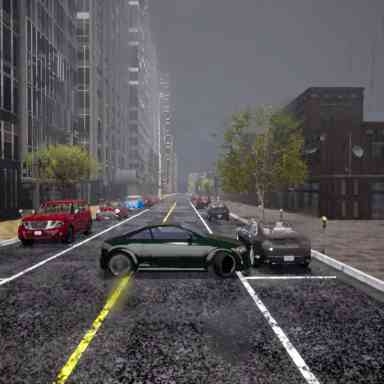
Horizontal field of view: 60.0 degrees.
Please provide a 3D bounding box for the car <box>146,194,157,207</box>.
[{"bbox_3d":[-6.977,1.299,49.652,2.192,1.841,5.009,-1,0,-1],"label":"car"}]

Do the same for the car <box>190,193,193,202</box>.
[{"bbox_3d":[0.819,1.291,71.993,2.192,1.841,5.009,-1,0,-1],"label":"car"}]

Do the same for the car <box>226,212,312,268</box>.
[{"bbox_3d":[2.550,1.548,11.137,2.008,1.369,4.403,-1,0,-1],"label":"car"}]

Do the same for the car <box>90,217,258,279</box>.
[{"bbox_3d":[-0.467,1.557,9.539,4.181,1.385,1.994,0,0,-1],"label":"car"}]

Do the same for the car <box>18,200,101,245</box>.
[{"bbox_3d":[-6.188,1.310,15.725,2.192,1.841,5.009,-1,0,-1],"label":"car"}]

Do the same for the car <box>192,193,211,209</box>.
[{"bbox_3d":[1.545,1.301,44.329,2.192,1.841,5.009,-1,0,-1],"label":"car"}]

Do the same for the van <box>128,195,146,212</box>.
[{"bbox_3d":[-6.687,1.329,38.586,1.690,1.788,3.998,-1,0,-1],"label":"van"}]

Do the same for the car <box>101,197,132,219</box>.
[{"bbox_3d":[-6.387,1.432,26.793,1.967,1.590,4.097,-1,0,-1],"label":"car"}]

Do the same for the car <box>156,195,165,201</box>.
[{"bbox_3d":[-7.842,1.497,82.679,1.752,1.417,4.829,-1,0,-1],"label":"car"}]

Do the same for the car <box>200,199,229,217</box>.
[{"bbox_3d":[2.016,1.543,26.996,2.008,1.369,4.403,-1,0,-1],"label":"car"}]

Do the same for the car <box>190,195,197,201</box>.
[{"bbox_3d":[0.387,1.551,88.590,1.802,1.307,4.206,-1,0,-1],"label":"car"}]

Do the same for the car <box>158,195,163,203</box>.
[{"bbox_3d":[-7.410,1.522,66.251,1.887,1.381,4.507,-1,0,-1],"label":"car"}]

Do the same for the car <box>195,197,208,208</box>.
[{"bbox_3d":[1.399,1.509,50.032,1.752,1.417,4.829,-1,0,-1],"label":"car"}]
